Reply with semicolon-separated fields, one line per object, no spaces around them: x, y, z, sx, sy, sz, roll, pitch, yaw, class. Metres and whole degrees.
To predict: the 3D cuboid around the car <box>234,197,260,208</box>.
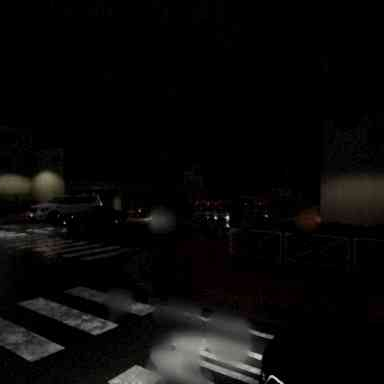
8.170;1.490;48.831;1.837;1.490;4.892;0;0;36;car

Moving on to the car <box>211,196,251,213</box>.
4.517;1.492;37.757;1.837;1.490;4.892;0;0;35;car

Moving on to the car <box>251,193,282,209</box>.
10.682;1.209;46.327;2.150;2.045;5.566;0;0;36;car

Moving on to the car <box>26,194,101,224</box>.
-9.185;1.206;24.629;2.150;2.045;5.566;0;0;36;car

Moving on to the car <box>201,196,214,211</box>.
2.331;1.337;40.718;2.097;1.767;4.553;0;0;36;car

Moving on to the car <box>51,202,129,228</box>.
-6.562;1.588;22.248;1.895;1.301;4.718;0;0;36;car

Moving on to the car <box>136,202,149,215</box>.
-3.399;1.476;32.699;2.128;1.511;4.902;0;0;36;car

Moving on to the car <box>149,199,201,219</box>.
-1.452;1.551;29.408;1.994;1.385;4.181;0;0;35;car

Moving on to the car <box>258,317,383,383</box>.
2.708;1.527;2.063;4.674;1.442;1.812;0;0;35;car
